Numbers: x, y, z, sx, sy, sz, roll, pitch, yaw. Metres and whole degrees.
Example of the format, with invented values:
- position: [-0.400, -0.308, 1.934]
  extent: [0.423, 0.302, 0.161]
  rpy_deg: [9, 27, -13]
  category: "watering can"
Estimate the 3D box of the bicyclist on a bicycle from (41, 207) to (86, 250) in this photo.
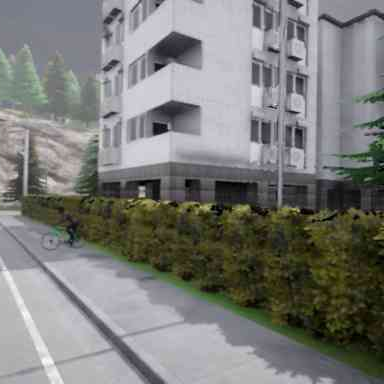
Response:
- position: [-4.830, 1.387, 12.639]
  extent: [1.656, 1.620, 0.582]
  rpy_deg: [1, -1, -34]
  category: "bicyclist on a bicycle"
